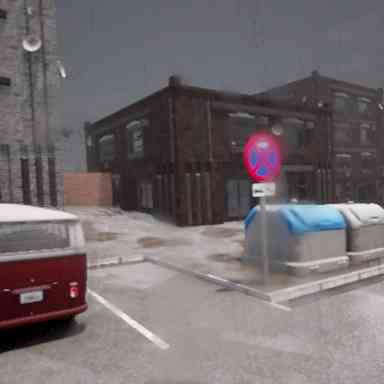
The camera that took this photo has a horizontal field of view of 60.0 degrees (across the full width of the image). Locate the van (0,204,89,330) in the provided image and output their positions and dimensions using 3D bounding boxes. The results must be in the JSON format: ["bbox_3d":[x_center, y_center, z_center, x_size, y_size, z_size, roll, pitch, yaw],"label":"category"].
[{"bbox_3d":[-3.581,1.261,6.592,1.878,1.987,4.442,1,0,-36],"label":"van"}]
